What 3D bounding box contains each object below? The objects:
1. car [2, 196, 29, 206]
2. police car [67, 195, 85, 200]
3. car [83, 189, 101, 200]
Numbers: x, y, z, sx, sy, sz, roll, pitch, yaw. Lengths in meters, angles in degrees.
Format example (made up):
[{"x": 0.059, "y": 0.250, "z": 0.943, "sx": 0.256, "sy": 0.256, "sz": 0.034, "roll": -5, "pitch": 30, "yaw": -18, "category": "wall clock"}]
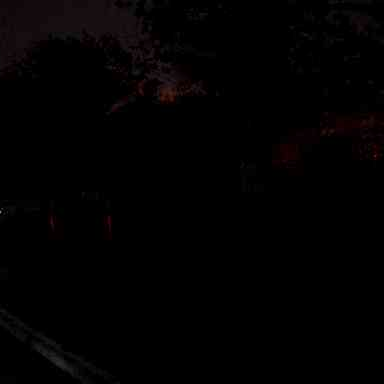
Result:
[{"x": -26.218, "y": 1.261, "z": 49.570, "sx": 1.882, "sy": 1.535, "sz": 5.008, "roll": -1, "pitch": 1, "yaw": 2, "category": "car"}, {"x": -21.165, "y": 0.894, "z": 59.687, "sx": 1.930, "sy": 1.638, "sz": 5.238, "roll": -1, "pitch": 1, "yaw": 3, "category": "police car"}, {"x": -20.845, "y": 0.431, "z": 69.746, "sx": 2.150, "sy": 2.045, "sz": 5.566, "roll": -1, "pitch": 2, "yaw": 0, "category": "car"}]
